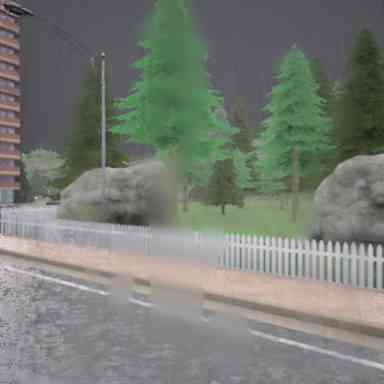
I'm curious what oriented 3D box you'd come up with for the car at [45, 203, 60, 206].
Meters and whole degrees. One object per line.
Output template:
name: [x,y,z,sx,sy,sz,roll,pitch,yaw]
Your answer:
car: [-21.490,1.574,52.942,2.033,1.411,5.357,0,0,-4]
